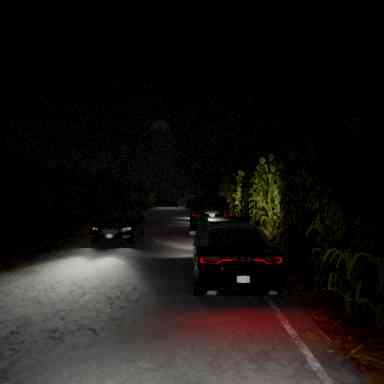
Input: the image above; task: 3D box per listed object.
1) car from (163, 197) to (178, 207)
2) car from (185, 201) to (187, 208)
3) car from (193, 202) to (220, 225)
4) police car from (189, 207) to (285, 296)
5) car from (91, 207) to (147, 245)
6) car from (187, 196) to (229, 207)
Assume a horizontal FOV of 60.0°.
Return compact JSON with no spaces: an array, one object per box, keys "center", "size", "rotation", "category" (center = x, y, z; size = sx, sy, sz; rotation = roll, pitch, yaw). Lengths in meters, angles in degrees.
[{"center":[-3.189,1.477,49.876],"size":[1.882,1.535,5.008],"rotation":[0,0,0],"category":"car"},{"center":[0.025,1.547,46.780],"size":[2.033,1.411,5.357],"rotation":[0,0,1],"category":"car"},{"center":[0.965,1.526,24.688],"size":[1.812,1.442,4.674],"rotation":[0,0,0],"category":"car"},{"center":[0.961,1.425,8.798],"size":[1.930,1.638,5.238],"rotation":[0,0,0],"category":"police car"},{"center":[-3.297,1.491,15.696],"size":[2.128,1.511,4.902],"rotation":[0,0,0],"category":"car"},{"center":[0.964,1.221,18.718],"size":[2.150,2.045,5.566],"rotation":[0,0,0],"category":"car"}]
